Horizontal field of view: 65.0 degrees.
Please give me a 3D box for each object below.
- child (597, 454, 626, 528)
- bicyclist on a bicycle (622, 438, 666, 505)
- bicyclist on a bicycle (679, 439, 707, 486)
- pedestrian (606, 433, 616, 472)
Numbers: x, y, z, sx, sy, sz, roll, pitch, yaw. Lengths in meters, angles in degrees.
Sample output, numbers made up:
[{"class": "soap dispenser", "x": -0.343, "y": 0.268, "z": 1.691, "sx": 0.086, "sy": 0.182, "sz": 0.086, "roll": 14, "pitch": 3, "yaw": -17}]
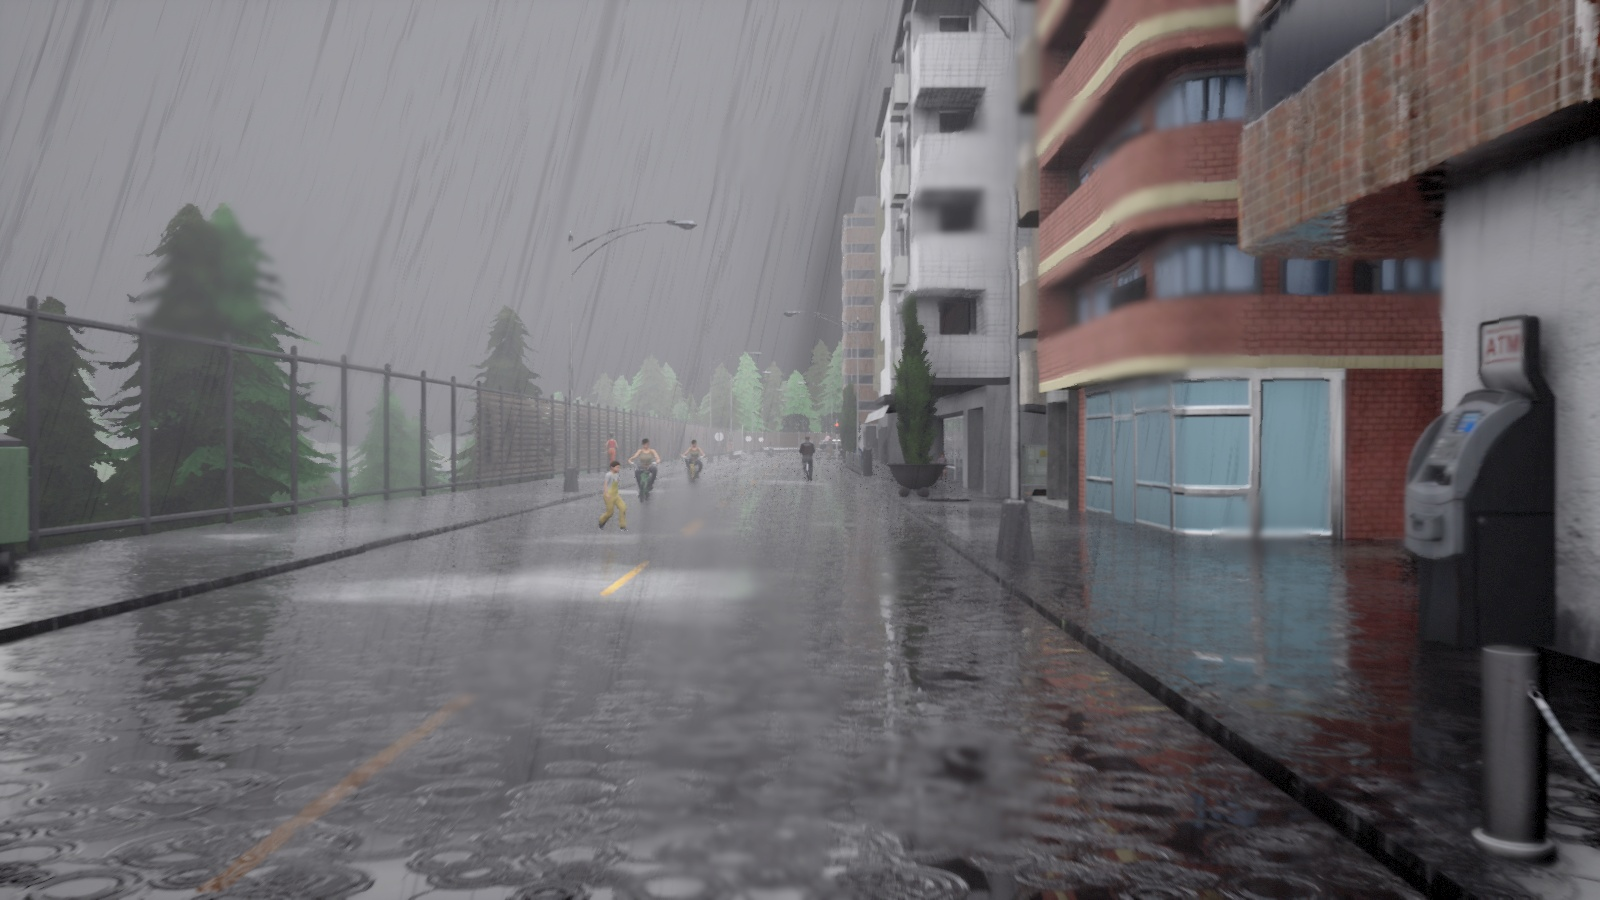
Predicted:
[{"class": "child", "x": -3.242, "y": 0.702, "z": 21.604, "sx": 0.437, "sy": 1.263, "sz": 0.270, "roll": 0, "pitch": 0, "yaw": 33}, {"class": "bicyclist on a bicycle", "x": -3.808, "y": 0.506, "z": 30.779, "sx": 0.866, "sy": 1.612, "sz": 1.509, "roll": 0, "pitch": 0, "yaw": 1}, {"class": "bicyclist on a bicycle", "x": -3.739, "y": 0.432, "z": 44.058, "sx": 0.866, "sy": 1.612, "sz": 1.509, "roll": 0, "pitch": 0, "yaw": 0}, {"class": "pedestrian", "x": -8.789, "y": 0.120, "z": 58.507, "sx": 0.345, "sy": 1.836, "sz": 0.594, "roll": 0, "pitch": 0, "yaw": 3}]
